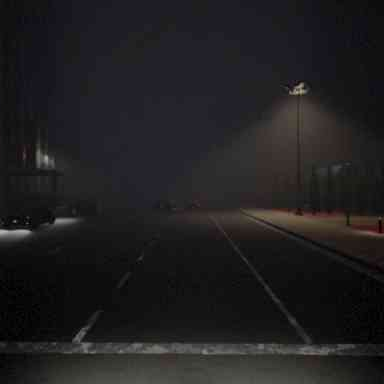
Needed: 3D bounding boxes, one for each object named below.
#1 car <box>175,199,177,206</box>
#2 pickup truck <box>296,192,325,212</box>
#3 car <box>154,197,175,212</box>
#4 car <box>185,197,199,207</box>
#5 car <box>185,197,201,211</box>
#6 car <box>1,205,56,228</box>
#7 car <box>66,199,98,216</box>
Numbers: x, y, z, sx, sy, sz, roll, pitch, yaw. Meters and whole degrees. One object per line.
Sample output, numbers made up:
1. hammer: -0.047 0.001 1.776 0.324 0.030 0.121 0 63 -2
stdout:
1. car: -3.453 1.505 51.198 1.812 1.442 4.674 0 0 0
2. pickup truck: 13.149 1.044 36.220 2.390 2.098 6.274 0 0 31
3. car: -3.370 1.549 39.231 1.994 1.385 4.181 0 0 0
4. car: 0.040 1.528 51.079 2.033 1.411 5.357 0 0 0
5. car: 0.131 1.585 41.229 1.895 1.301 4.718 0 0 0
6. car: -10.572 1.556 21.838 1.994 1.385 4.181 0 0 0
7. car: -10.544 1.479 32.204 2.128 1.511 4.902 0 0 0
